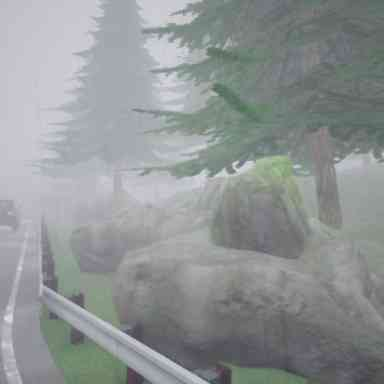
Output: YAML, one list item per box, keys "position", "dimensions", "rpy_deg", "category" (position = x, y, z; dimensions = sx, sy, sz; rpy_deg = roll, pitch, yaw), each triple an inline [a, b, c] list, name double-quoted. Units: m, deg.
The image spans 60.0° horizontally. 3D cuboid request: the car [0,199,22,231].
- position: [-12.752, 1.472, 22.188]
  dimensions: [2.150, 2.045, 5.566]
  rpy_deg: [1, -1, -25]
  category: "car"
